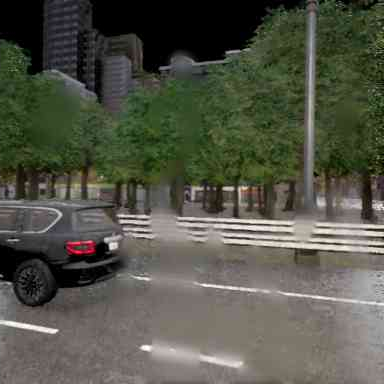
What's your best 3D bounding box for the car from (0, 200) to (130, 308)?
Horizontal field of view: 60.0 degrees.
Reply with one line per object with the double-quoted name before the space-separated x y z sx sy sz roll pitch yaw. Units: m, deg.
"car" -4.188 1.188 7.848 5.566 2.045 2.150 1 0 18
